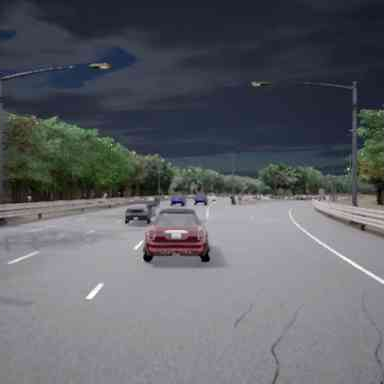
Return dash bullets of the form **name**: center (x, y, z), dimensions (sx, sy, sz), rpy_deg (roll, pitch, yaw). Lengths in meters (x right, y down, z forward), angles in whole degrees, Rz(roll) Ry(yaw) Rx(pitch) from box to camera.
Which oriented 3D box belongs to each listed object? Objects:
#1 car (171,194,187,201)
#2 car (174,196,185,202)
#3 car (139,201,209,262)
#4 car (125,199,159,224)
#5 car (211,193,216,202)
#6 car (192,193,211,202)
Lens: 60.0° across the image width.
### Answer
- **car**: center (-2.179, 1.339, 55.688), dimensions (2.150, 2.045, 5.566), rpy_deg (0, 0, 5)
- **car**: center (-3.037, 1.669, 79.696), dimensions (1.812, 1.442, 4.674), rpy_deg (0, 0, 8)
- **car**: center (-0.504, 1.392, 12.508), dimensions (2.097, 1.767, 4.553), rpy_deg (0, 0, 0)
- **car**: center (-3.816, 1.561, 25.223), dimensions (1.837, 1.490, 4.892), rpy_deg (0, 0, 1)
- **car**: center (4.986, 1.397, 85.972), dimensions (2.150, 2.045, 5.566), rpy_deg (0, 0, 9)
- **car**: center (1.722, 1.357, 60.720), dimensions (2.150, 2.045, 5.566), rpy_deg (0, 0, 6)
